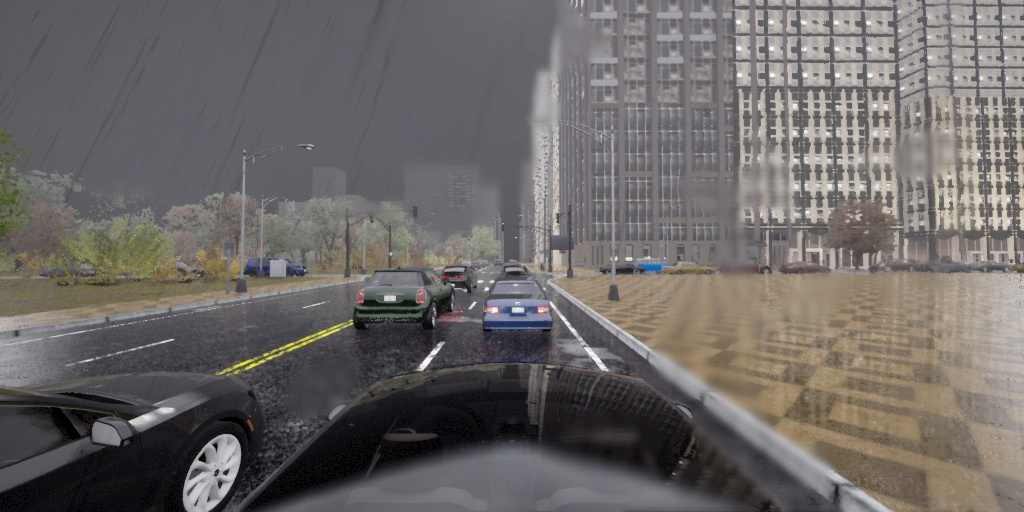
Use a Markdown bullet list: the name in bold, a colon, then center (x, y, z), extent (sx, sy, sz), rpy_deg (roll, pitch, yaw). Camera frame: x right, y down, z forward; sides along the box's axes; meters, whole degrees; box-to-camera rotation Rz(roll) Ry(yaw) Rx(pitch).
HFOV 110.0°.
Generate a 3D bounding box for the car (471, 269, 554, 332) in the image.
- **car**: center (0.121, 1.305, 10.839), extent (2.033, 1.411, 5.357), rpy_deg (0, 0, 0)

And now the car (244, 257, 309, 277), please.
- **car**: center (-23.076, 1.113, 35.179), extent (5.566, 2.045, 2.150), rpy_deg (0, -2, -1)

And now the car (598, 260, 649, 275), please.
- **car**: center (11.786, 1.395, 38.673), extent (4.718, 1.301, 1.895), rpy_deg (0, -2, 0)

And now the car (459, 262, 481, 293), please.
- **car**: center (-3.111, 1.283, 21.001), extent (1.837, 1.490, 4.892), rpy_deg (0, 0, 0)

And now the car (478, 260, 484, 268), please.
- **car**: center (-6.445, 1.520, 61.217), extent (1.994, 1.385, 4.181), rpy_deg (0, 0, 0)

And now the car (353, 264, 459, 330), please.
- **car**: center (-3.132, 1.110, 11.320), extent (2.097, 1.767, 4.553), rpy_deg (0, 0, 0)

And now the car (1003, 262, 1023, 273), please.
- **car**: center (49.893, 0.971, 33.606), extent (4.829, 1.417, 1.751), rpy_deg (0, 0, -1)

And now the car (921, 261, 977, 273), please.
- **car**: center (46.847, 1.188, 38.929), extent (4.181, 1.385, 1.994), rpy_deg (0, -2, 0)

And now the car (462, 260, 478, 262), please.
- **car**: center (-6.485, 1.383, 51.999), extent (1.882, 1.535, 5.008), rpy_deg (0, 0, 0)

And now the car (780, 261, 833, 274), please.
- **car**: center (27.387, 1.130, 33.388), extent (4.207, 1.307, 1.802), rpy_deg (0, 0, -1)

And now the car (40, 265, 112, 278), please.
- **car**: center (-42.800, 1.556, 35.185), extent (5.357, 1.411, 2.033), rpy_deg (0, -2, 1)

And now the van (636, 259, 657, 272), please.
- **van**: center (16.024, 1.193, 41.295), extent (3.998, 1.789, 1.690), rpy_deg (0, 0, -1)

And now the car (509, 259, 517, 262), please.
- **car**: center (0.217, 1.453, 61.877), extent (2.128, 1.511, 4.902), rpy_deg (0, 0, 0)

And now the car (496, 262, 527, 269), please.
- **car**: center (0.141, 1.284, 21.397), extent (1.837, 1.490, 4.892), rpy_deg (0, 0, -1)

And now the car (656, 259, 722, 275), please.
- **car**: center (16.388, 1.129, 33.276), extent (4.829, 1.417, 1.751), rpy_deg (0, 0, -1)

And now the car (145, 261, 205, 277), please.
- **car**: center (-32.856, 1.300, 35.116), extent (4.553, 1.767, 2.097), rpy_deg (0, -2, 0)

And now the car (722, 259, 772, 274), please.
- **car**: center (21.802, 1.015, 33.331), extent (4.097, 1.591, 1.967), rpy_deg (0, 0, -1)

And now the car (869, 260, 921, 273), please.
- **car**: center (43.992, 1.159, 41.580), extent (4.097, 1.591, 1.967), rpy_deg (0, 0, -1)

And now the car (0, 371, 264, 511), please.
- **car**: center (-3.152, 1.255, 1.245), extent (1.837, 1.490, 4.892), rpy_deg (0, 0, 0)
